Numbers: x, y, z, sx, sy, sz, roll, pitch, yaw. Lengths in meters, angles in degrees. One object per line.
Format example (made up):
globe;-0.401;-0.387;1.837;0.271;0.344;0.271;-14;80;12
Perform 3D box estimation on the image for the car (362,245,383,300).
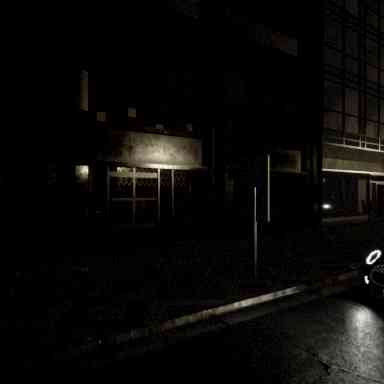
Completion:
car;5.760;1.350;7.240;4.553;1.767;2.097;0;0;-33
